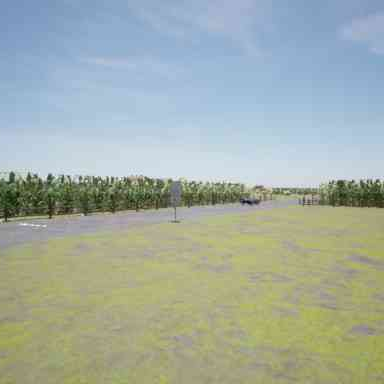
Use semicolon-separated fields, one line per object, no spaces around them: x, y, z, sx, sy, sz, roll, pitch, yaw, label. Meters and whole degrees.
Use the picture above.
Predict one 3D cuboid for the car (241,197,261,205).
10.115;1.573;56.885;1.895;1.301;4.718;0;0;31;car
